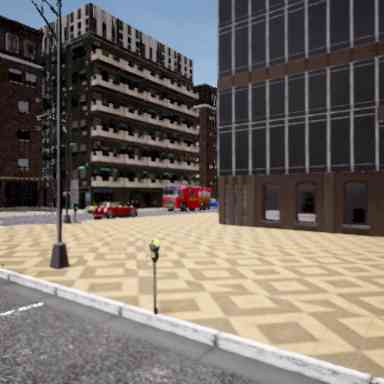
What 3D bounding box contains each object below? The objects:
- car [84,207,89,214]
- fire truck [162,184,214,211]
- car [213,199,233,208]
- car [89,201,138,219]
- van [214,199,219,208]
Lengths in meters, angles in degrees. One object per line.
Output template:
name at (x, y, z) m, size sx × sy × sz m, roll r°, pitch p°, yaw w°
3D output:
car at (-10.458, 1.809, 39.271) m, size 1.752 × 1.417 × 4.829 m, roll -1°, pitch -2°, yaw 35°
fire truck at (-0.665, 0.816, 48.611) m, size 2.891 × 3.827 × 8.468 m, roll 0°, pitch -1°, yaw 35°
car at (5.860, 2.166, 62.538) m, size 1.967 × 1.590 × 4.097 m, roll -1°, pitch -2°, yaw 35°
car at (-6.796, 1.610, 30.017) m, size 1.967 × 1.590 × 4.097 m, roll -1°, pitch -2°, yaw 35°
van at (2.615, 1.979, 57.916) m, size 1.690 × 1.788 × 3.998 m, roll -1°, pitch -2°, yaw 35°
